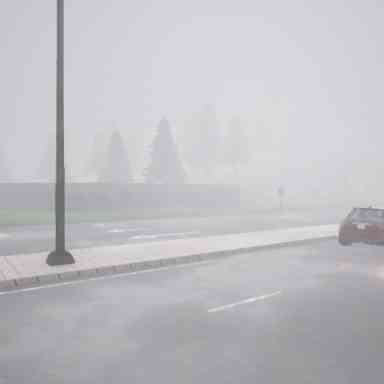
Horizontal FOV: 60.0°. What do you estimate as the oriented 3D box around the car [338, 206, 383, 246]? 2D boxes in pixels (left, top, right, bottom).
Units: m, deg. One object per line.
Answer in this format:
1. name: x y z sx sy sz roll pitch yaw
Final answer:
1. car: 8.244 1.363 14.049 4.553 1.767 2.097 0 0 -36
